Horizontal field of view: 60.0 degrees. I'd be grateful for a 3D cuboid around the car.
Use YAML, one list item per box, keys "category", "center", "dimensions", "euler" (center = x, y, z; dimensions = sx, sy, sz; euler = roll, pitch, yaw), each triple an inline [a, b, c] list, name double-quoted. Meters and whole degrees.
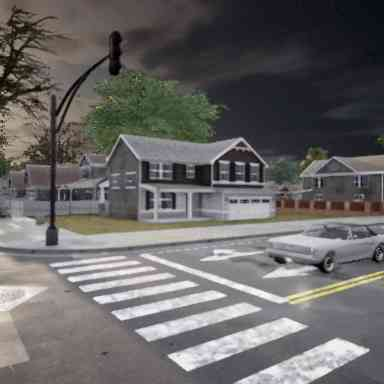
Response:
- category: "car"
  center: [4.627, 1.688, 10.986]
  dimensions: [4.718, 1.301, 1.895]
  euler: [1, 0, -36]
